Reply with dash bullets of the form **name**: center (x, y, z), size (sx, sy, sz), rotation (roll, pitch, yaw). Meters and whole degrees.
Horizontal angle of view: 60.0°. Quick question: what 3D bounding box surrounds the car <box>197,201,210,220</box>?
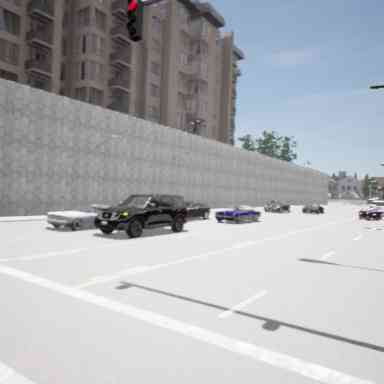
- **car**: center (-0.340, 1.464, 26.392), size (1.837, 1.490, 4.892), rotation (2, 1, 35)

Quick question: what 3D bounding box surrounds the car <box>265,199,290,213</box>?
- **car**: center (10.909, 1.757, 42.527), size (2.097, 1.767, 4.553), rotation (2, 0, 35)

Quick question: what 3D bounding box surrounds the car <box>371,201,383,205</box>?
- **car**: center (25.510, 2.220, 45.067), size (2.150, 2.045, 5.566), rotation (2, 0, 35)

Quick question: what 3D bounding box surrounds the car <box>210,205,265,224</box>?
- **car**: center (3.639, 1.726, 25.991), size (1.895, 1.301, 4.718), rotation (2, 0, 35)

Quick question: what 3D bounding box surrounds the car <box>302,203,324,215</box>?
- **car**: center (15.879, 2.172, 43.516), size (1.994, 1.385, 4.181), rotation (2, 0, 35)

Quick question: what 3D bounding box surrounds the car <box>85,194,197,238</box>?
- **car**: center (-2.379, 1.109, 17.295), size (2.150, 2.045, 5.566), rotation (2, 0, 35)

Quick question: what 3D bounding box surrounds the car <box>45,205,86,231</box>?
- **car**: center (-5.682, 1.353, 18.699), size (1.895, 1.301, 4.718), rotation (2, 0, 34)

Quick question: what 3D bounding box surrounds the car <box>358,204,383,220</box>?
- **car**: center (19.668, 2.369, 36.585), size (1.895, 1.301, 4.718), rotation (2, 0, 35)
